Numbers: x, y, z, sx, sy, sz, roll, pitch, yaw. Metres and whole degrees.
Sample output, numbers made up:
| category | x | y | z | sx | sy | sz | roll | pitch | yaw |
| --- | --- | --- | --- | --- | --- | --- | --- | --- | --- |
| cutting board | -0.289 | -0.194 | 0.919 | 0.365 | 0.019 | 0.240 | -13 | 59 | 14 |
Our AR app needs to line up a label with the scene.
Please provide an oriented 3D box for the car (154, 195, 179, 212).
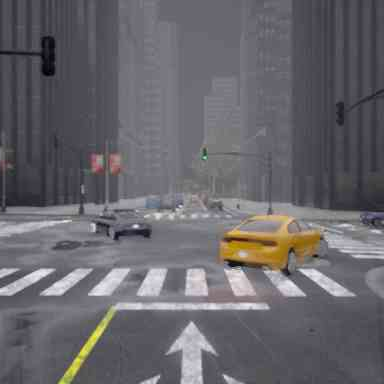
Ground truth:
| category | x | y | z | sx | sy | sz | roll | pitch | yaw |
| --- | --- | --- | --- | --- | --- | --- | --- | --- | --- |
| car | -2.917 | 1.495 | 39.192 | 1.882 | 1.535 | 5.008 | 0 | 0 | 1 |

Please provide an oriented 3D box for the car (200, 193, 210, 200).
| category | x | y | z | sx | sy | sz | roll | pitch | yaw |
| --- | --- | --- | --- | --- | --- | --- | --- | --- | --- |
| car | 3.079 | 1.344 | 58.071 | 2.192 | 1.841 | 5.009 | 0 | 0 | 0 |

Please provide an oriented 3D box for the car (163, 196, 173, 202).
| category | x | y | z | sx | sy | sz | roll | pitch | yaw |
| --- | --- | --- | --- | --- | --- | --- | --- | --- | --- |
| car | -5.304 | 1.584 | 74.679 | 1.887 | 1.381 | 4.507 | 0 | 0 | 0 |

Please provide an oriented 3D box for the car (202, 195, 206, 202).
| category | x | y | z | sx | sy | sz | roll | pitch | yaw |
| --- | --- | --- | --- | --- | --- | --- | --- | --- | --- |
| car | 3.030 | 1.576 | 52.558 | 2.008 | 1.369 | 4.403 | 0 | 0 | 0 |

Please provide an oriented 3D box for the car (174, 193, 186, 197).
| category | x | y | z | sx | sy | sz | roll | pitch | yaw |
| --- | --- | --- | --- | --- | --- | --- | --- | --- | --- |
| car | -2.675 | 1.251 | 59.364 | 2.150 | 2.045 | 5.566 | 0 | 0 | 0 |

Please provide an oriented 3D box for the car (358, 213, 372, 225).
| category | x | y | z | sx | sy | sz | roll | pitch | yaw |
| --- | --- | --- | --- | --- | --- | --- | --- | --- | --- |
| car | 14.897 | 1.844 | 24.734 | 4.674 | 1.442 | 1.812 | 1 | 0 | 2 |

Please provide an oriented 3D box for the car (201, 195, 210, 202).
| category | x | y | z | sx | sy | sz | roll | pitch | yaw |
| --- | --- | --- | --- | --- | --- | --- | --- | --- | --- |
| car | 3.269 | 1.484 | 80.123 | 1.967 | 1.590 | 4.097 | 0 | 0 | 0 |

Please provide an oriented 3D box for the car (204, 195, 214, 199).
| category | x | y | z | sx | sy | sz | roll | pitch | yaw |
| --- | --- | --- | --- | --- | --- | --- | --- | --- | --- |
| car | 2.984 | 1.547 | 47.215 | 1.752 | 1.417 | 4.829 | 0 | 0 | 0 |

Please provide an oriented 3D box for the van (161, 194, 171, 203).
| category | x | y | z | sx | sy | sz | roll | pitch | yaw |
| --- | --- | --- | --- | --- | --- | --- | --- | --- | --- |
| van | -5.351 | 1.377 | 69.166 | 1.690 | 1.788 | 3.998 | 0 | 0 | 0 |

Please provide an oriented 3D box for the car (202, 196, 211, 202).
| category | x | y | z | sx | sy | sz | roll | pitch | yaw |
| --- | --- | --- | --- | --- | --- | --- | --- | --- | --- |
| car | 3.223 | 1.566 | 74.780 | 1.752 | 1.417 | 4.829 | 0 | 0 | 0 |

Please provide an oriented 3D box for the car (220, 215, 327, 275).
| category | x | y | z | sx | sy | sz | roll | pitch | yaw |
| --- | --- | --- | --- | --- | --- | --- | --- | --- | --- |
| car | 2.782 | 1.490 | 10.689 | 1.882 | 1.535 | 5.008 | 0 | 0 | 36 |

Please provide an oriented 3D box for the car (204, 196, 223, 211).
| category | x | y | z | sx | sy | sz | roll | pitch | yaw |
| --- | --- | --- | --- | --- | --- | --- | --- | --- | --- |
| car | 2.935 | 1.569 | 41.532 | 2.008 | 1.369 | 4.403 | 0 | 0 | 0 |

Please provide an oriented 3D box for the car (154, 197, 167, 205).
| category | x | y | z | sx | sy | sz | roll | pitch | yaw |
| --- | --- | --- | --- | --- | --- | --- | --- | --- | --- |
| car | -5.447 | 1.594 | 58.141 | 1.947 | 1.339 | 4.313 | 0 | 0 | 0 |

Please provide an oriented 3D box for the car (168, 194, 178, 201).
| category | x | y | z | sx | sy | sz | roll | pitch | yaw |
| --- | --- | --- | --- | --- | --- | --- | --- | --- | --- |
| car | -5.160 | 1.367 | 91.216 | 2.192 | 1.841 | 5.009 | 0 | 0 | 0 |

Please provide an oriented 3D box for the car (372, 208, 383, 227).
| category | x | y | z | sx | sy | sz | roll | pitch | yaw |
| --- | --- | --- | --- | --- | --- | --- | --- | --- | --- |
| car | 14.747 | 1.814 | 21.473 | 4.892 | 1.490 | 1.837 | 1 | 0 | 1 |

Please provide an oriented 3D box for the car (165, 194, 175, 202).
| category | x | y | z | sx | sy | sz | roll | pitch | yaw |
| --- | --- | --- | --- | --- | --- | --- | --- | --- | --- |
| car | -5.256 | 1.359 | 80.191 | 2.192 | 1.841 | 5.009 | 0 | 0 | 0 |

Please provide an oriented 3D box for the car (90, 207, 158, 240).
| category | x | y | z | sx | sy | sz | roll | pitch | yaw |
| --- | --- | --- | --- | --- | --- | --- | --- | --- | --- |
| car | -3.743 | 1.562 | 17.197 | 1.994 | 1.385 | 4.181 | 1 | 0 | -34 |

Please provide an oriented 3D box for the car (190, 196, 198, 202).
| category | x | y | z | sx | sy | sz | roll | pitch | yaw |
| --- | --- | --- | --- | --- | --- | --- | --- | --- | --- |
| car | 0.500 | 1.583 | 79.474 | 2.033 | 1.411 | 5.357 | 0 | 0 | 0 |

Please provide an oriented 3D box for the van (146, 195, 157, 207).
| category | x | y | z | sx | sy | sz | roll | pitch | yaw |
| --- | --- | --- | --- | --- | --- | --- | --- | --- | --- |
| van | -5.542 | 1.363 | 47.117 | 1.690 | 1.788 | 3.998 | 0 | 0 | 0 |

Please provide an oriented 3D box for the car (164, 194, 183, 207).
| category | x | y | z | sx | sy | sz | roll | pitch | yaw |
| --- | --- | --- | --- | --- | --- | --- | --- | --- | --- |
| car | -2.809 | 1.514 | 48.767 | 2.128 | 1.511 | 4.902 | 0 | 0 | 1 |

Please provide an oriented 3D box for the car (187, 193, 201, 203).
| category | x | y | z | sx | sy | sz | roll | pitch | yaw |
| --- | --- | --- | --- | --- | --- | --- | --- | --- | --- |
| car | 0.410 | 1.514 | 69.132 | 1.882 | 1.535 | 5.008 | 0 | 0 | 0 |
